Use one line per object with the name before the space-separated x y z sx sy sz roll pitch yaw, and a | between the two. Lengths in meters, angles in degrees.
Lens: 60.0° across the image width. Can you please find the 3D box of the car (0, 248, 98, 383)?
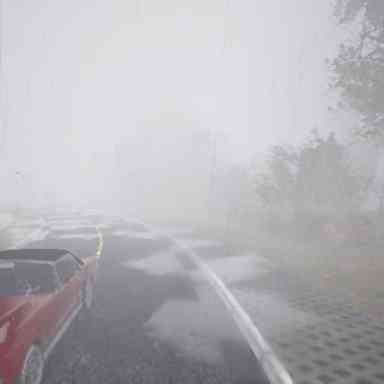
car | -2.790 1.648 5.092 1.895 1.301 4.718 0 0 -6
